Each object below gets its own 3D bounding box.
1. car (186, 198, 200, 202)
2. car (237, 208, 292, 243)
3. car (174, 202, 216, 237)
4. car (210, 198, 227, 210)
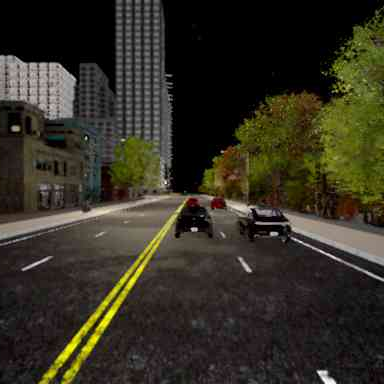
[{"bbox_3d":[0.099,1.519,43.357,1.812,1.442,4.674,0,0,0],"label":"car"},{"bbox_3d":[3.351,1.491,16.021,2.128,1.511,4.902,0,0,0],"label":"car"},{"bbox_3d":[0.100,1.504,18.033,1.837,1.490,4.892,0,0,0],"label":"car"},{"bbox_3d":[3.349,1.471,43.044,1.882,1.535,5.008,0,0,0],"label":"car"}]
